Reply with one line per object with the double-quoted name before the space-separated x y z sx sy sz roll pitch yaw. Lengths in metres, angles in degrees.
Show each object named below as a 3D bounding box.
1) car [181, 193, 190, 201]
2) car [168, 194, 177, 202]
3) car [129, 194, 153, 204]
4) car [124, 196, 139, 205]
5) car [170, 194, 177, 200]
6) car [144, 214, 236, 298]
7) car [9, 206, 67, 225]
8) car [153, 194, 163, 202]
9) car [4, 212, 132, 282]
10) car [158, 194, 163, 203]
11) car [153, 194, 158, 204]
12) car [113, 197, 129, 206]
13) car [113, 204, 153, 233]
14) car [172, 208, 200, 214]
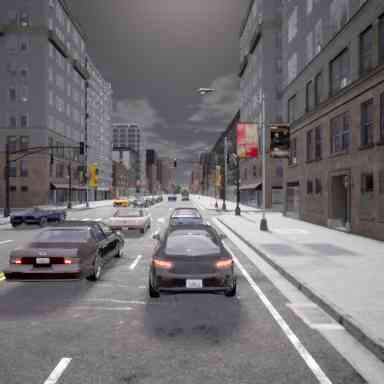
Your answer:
"car" -1.592 1.612 80.813 1.895 1.301 4.718 0 0 -1
"car" -4.833 1.494 80.301 1.882 1.535 5.008 0 0 -1
"car" -7.568 1.508 50.038 2.128 1.511 4.902 0 0 -1
"car" -11.001 1.545 60.733 1.812 1.442 4.674 0 0 -1
"car" -5.043 1.388 90.719 1.837 1.490 4.892 0 0 -1
"car" -0.037 1.527 8.444 1.812 1.442 4.674 0 0 -2
"car" -10.065 1.605 22.124 1.895 1.301 4.718 0 0 0
"car" -8.068 1.362 79.492 2.097 1.767 4.553 0 0 -1
"car" -3.313 1.548 9.783 2.033 1.411 5.357 0 0 -1
"car" -7.863 1.546 69.261 2.128 1.511 4.902 0 0 -1
"car" -7.738 1.511 59.391 2.128 1.511 4.902 0 0 -1
"car" -10.851 1.495 51.511 1.882 1.535 5.008 0 0 -1
"car" -3.510 1.605 19.448 1.895 1.301 4.718 0 0 -1
"car" -0.331 1.551 18.031 2.033 1.411 5.357 0 0 -1
